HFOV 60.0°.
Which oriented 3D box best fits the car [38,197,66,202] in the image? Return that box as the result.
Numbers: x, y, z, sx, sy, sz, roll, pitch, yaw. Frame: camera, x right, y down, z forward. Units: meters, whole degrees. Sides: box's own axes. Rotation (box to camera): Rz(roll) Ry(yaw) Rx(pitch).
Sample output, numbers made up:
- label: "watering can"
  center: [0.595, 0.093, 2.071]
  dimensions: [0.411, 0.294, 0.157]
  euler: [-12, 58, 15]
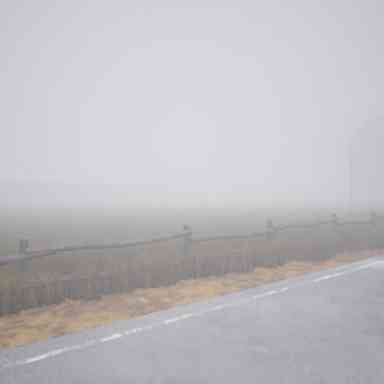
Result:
- label: "car"
  center: [-21.110, 1.435, 49.562]
  dimensions: [4.674, 1.442, 1.812]
  euler: [0, 0, -37]
